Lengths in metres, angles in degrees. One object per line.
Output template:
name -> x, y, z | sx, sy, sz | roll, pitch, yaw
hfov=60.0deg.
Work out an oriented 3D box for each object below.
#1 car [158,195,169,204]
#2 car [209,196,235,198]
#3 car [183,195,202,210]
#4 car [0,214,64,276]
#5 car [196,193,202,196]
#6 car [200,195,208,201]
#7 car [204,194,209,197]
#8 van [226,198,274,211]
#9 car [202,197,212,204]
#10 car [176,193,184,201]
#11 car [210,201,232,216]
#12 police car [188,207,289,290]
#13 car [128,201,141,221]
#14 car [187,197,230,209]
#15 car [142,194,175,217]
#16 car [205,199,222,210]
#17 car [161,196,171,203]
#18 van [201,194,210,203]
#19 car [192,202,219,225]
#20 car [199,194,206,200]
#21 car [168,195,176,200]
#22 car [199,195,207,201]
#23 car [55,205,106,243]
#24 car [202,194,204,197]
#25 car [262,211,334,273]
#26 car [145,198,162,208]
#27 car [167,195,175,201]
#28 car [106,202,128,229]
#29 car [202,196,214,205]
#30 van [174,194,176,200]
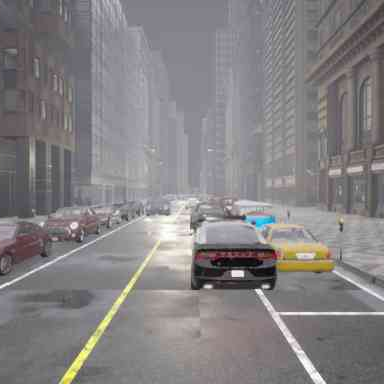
car -> -5.649, 1.463, 66.278 | 1.967, 1.590, 4.097 | 0, 0, 0
car -> 2.806, 1.317, 27.061 | 2.192, 1.841, 5.009 | 0, 0, 0
car -> 0.100, 1.535, 43.716 | 1.812, 1.442, 4.674 | 0, 0, 1
car -> -5.748, 1.581, 10.257 | 1.802, 1.307, 4.206 | 0, 0, 0
car -> 0.100, 1.369, 55.800 | 2.097, 1.767, 4.553 | 0, 0, 0
car -> 2.906, 1.578, 83.078 | 1.887, 1.381, 4.507 | 0, 0, 0
car -> 2.826, 1.321, 38.264 | 2.192, 1.841, 5.009 | 0, 0, 0
van -> 2.786, 1.341, 15.858 | 1.690, 1.788, 3.998 | 0, 0, 0
car -> 2.877, 1.605, 66.273 | 1.802, 1.307, 4.206 | 0, 0, 0
car -> -2.846, 1.527, 86.731 | 2.128, 1.511, 4.902 | 0, 0, 0
car -> 2.817, 1.586, 32.663 | 1.802, 1.307, 4.206 | 0, 0, 0
police car -> 0.915, 1.425, 9.209 | 1.930, 1.638, 5.238 | 0, 0, 0
car -> -5.718, 1.568, 27.063 | 1.947, 1.339, 4.313 | 0, 0, 0
car -> 0.932, 1.351, 19.070 | 2.097, 1.767, 4.553 | 0, 0, 0
car -> -3.047, 1.355, 30.963 | 2.097, 1.767, 4.553 | 0, 0, 0
car -> 2.837, 1.575, 43.866 | 1.947, 1.339, 4.313 | 0, 0, 0
car -> -5.639, 1.571, 71.880 | 1.887, 1.381, 4.507 | 0, 0, 0
van -> 2.886, 1.367, 71.874 | 1.690, 1.788, 3.998 | 0, 0, 0
car -> 0.944, 1.527, 25.100 | 1.812, 1.442, 4.674 | 0, 0, 0
car -> 2.926, 1.481, 94.282 | 1.967, 1.590, 4.097 | 0, 0, 0
car -> -5.599, 1.586, 94.288 | 1.887, 1.381, 4.507 | 0, 0, 0
car -> 2.916, 1.582, 88.681 | 1.887, 1.381, 4.507 | 0, 0, 0
car -> -5.738, 1.440, 15.859 | 1.967, 1.590, 4.097 | 0, 0, 0
car -> 2.846, 1.453, 49.468 | 1.967, 1.590, 4.097 | 0, 0, 0
car -> 2.777, 1.525, 10.426 | 1.752, 1.417, 4.829 | 0, 0, 0
car -> -5.679, 1.557, 49.472 | 1.887, 1.381, 4.507 | 0, 0, 0
car -> -5.609, 1.582, 88.687 | 1.887, 1.381, 4.507 | 0, 0, 0
car -> -5.728, 1.551, 21.462 | 2.008, 1.369, 4.403 | 0, 0, 0
car -> 2.866, 1.460, 60.671 | 1.967, 1.590, 4.097 | 0, 0, 0
van -> -5.620, 1.375, 83.085 | 1.690, 1.788, 3.998 | 0, 0, 0
